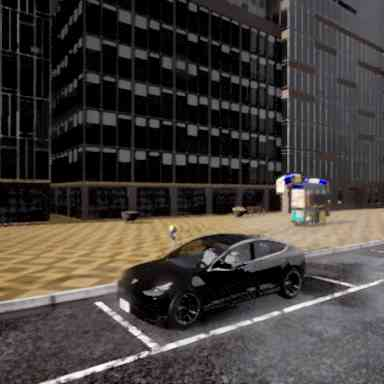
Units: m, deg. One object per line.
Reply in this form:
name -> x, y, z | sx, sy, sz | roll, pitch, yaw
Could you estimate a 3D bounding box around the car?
car -> 0.617, 1.587, 6.991 | 4.313, 1.339, 1.947 | 0, 0, -35
